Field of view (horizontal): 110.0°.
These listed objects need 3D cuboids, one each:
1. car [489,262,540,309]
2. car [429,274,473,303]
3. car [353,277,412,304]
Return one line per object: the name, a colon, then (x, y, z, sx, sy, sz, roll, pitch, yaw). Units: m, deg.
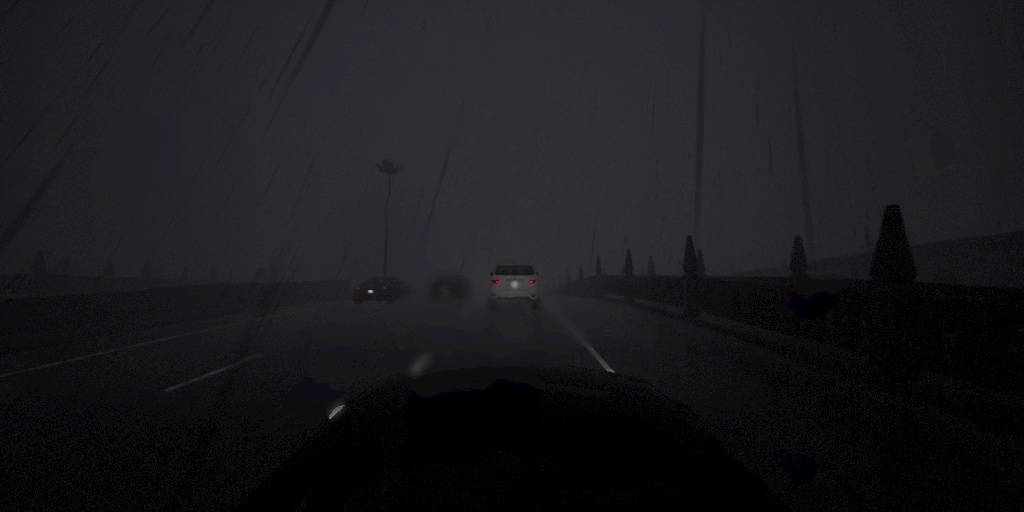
car: (0.117, 1.353, 17.168, 2.150, 2.045, 5.566, 0, -3, 0)
car: (-3.380, 1.809, 20.533, 1.882, 1.535, 5.008, 0, -4, 0)
car: (-6.881, 1.825, 19.443, 1.994, 1.385, 4.181, 0, -3, 0)
